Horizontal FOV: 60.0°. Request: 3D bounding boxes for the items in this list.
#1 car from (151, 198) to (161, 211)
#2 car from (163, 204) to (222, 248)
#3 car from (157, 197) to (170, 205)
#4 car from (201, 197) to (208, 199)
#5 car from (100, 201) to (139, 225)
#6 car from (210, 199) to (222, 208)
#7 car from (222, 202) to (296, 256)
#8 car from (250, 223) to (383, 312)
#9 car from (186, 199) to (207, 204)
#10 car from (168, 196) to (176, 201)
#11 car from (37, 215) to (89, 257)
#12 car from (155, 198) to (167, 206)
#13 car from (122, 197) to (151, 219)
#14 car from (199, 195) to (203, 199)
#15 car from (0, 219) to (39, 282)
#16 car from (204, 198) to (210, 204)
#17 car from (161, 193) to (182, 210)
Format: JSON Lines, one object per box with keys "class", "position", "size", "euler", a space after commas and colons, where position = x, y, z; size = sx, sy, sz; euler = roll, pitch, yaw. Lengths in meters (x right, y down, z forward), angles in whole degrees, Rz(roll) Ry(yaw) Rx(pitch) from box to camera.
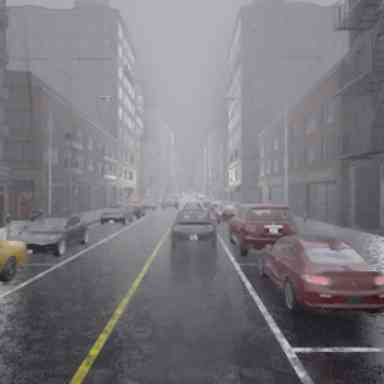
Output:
{"class": "car", "position": [-5.420, 1.516, 41.503], "size": [1.967, 1.590, 4.097], "euler": [0, 0, 0]}
{"class": "car", "position": [0.073, 1.521, 14.895], "size": [2.128, 1.511, 4.902], "euler": [0, 0, 0]}
{"class": "car", "position": [-5.439, 1.665, 64.230], "size": [2.008, 1.369, 4.403], "euler": [0, 0, 0]}
{"class": "car", "position": [2.600, 1.652, 47.194], "size": [1.947, 1.339, 4.313], "euler": [0, 0, 0]}
{"class": "car", "position": [-5.407, 1.612, 24.458], "size": [1.947, 1.339, 4.313], "euler": [0, 0, 0]}
{"class": "car", "position": [2.618, 1.486, 24.469], "size": [1.967, 1.590, 4.097], "euler": [0, 0, 0]}
{"class": "car", "position": [2.628, 1.341, 13.107], "size": [2.192, 1.841, 5.009], "euler": [0, 0, 0]}
{"class": "car", "position": [2.632, 1.598, 7.425], "size": [1.802, 1.307, 4.206], "euler": [0, 0, 0]}
{"class": "car", "position": [0.063, 1.621, 30.669], "size": [1.994, 1.385, 4.181], "euler": [0, 0, 0]}
{"class": "car", "position": [-5.463, 1.705, 91.106], "size": [2.008, 1.369, 4.403], "euler": [0, 0, 0]}
{"class": "car", "position": [-5.397, 1.592, 13.094], "size": [1.947, 1.339, 4.313], "euler": [0, 0, 0]}
{"class": "car", "position": [-5.434, 1.687, 58.548], "size": [1.802, 1.307, 4.206], "euler": [0, 0, 0]}
{"class": "car", "position": [-5.411, 1.371, 30.140], "size": [2.192, 1.841, 5.009], "euler": [0, 0, 0]}
{"class": "car", "position": [2.591, 1.631, 58.726], "size": [1.752, 1.417, 4.829], "euler": [0, 0, 0]}
{"class": "car", "position": [-5.393, 1.541, 7.243], "size": [1.752, 1.417, 4.829], "euler": [0, 0, 0]}
{"class": "car", "position": [2.609, 1.617, 35.831], "size": [2.008, 1.369, 4.403], "euler": [0, 0, 0]}
{"class": "car", "position": [-2.878, 1.303, 44.417], "size": [2.150, 2.045, 5.566], "euler": [0, 0, 0]}
